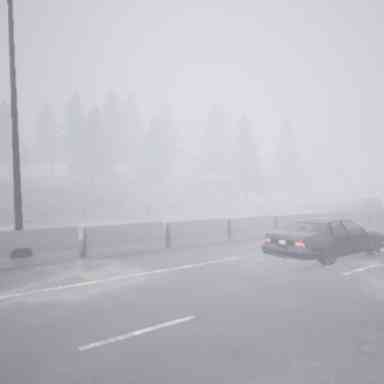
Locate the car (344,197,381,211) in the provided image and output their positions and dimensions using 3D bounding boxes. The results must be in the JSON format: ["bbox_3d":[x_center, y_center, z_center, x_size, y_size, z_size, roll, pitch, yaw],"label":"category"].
[{"bbox_3d":[22.426,1.687,42.807,5.566,2.045,2.150,2,-1,-37],"label":"car"}]

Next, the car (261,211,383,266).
[{"bbox_3d":[4.810,1.605,11.803,5.357,1.411,2.033,0,-1,-37],"label":"car"}]

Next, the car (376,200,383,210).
[{"bbox_3d":[24.351,1.994,39.874,4.181,1.385,1.994,1,-1,-37],"label":"car"}]

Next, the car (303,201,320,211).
[{"bbox_3d":[18.044,2.022,48.261,4.892,1.490,1.837,2,-2,-37],"label":"car"}]

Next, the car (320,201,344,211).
[{"bbox_3d":[20.170,1.980,45.485,4.902,1.511,2.128,1,-1,-37],"label":"car"}]
